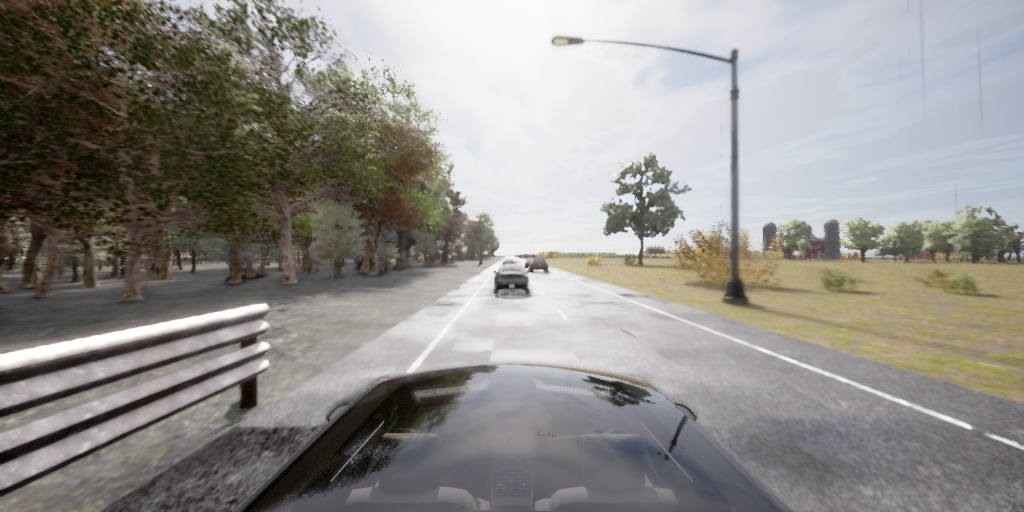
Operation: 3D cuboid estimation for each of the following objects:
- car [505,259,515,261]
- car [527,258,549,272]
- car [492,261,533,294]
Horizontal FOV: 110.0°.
[{"bbox_3d":[-0.257,1.157,47.902,1.837,1.490,4.892,0,1,0],"label":"car"},{"bbox_3d":[3.189,0.998,43.220,2.097,1.767,4.553,0,0,0],"label":"car"},{"bbox_3d":[-0.025,1.221,20.171,1.837,1.490,4.892,0,1,0],"label":"car"}]
